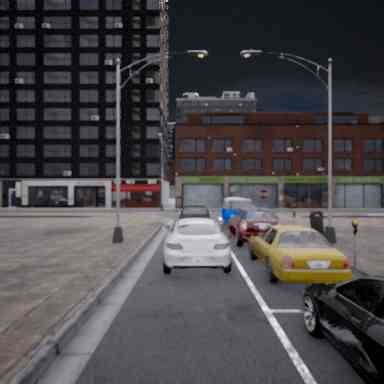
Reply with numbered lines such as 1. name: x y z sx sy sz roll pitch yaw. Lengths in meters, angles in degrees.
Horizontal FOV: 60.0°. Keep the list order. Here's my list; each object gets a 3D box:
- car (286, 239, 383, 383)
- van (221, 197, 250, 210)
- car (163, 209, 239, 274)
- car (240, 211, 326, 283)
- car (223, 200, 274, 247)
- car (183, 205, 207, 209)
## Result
1. car: 2.650 1.543 3.643 1.947 1.339 4.313 0 0 0
2. van: 2.698 1.232 20.064 1.690 1.788 3.998 0 0 0
3. car: 0.112 1.468 10.280 1.812 1.442 4.674 0 0 -1
4. car: 2.667 1.472 9.287 1.752 1.417 4.829 0 0 0
5. car: 2.682 1.359 14.590 1.967 1.590 4.097 0 0 0
6. car: 0.162 1.445 18.785 2.033 1.411 5.357 0 0 1
